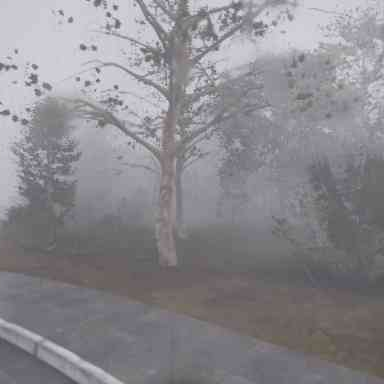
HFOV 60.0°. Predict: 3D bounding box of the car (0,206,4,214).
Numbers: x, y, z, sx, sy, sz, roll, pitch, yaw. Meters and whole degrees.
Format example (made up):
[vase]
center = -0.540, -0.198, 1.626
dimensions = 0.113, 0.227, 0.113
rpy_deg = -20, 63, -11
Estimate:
[car]
center = -29.321, 2.824, 51.832
dimensions = 2.033, 1.411, 5.357
rpy_deg = 1, -3, -10
